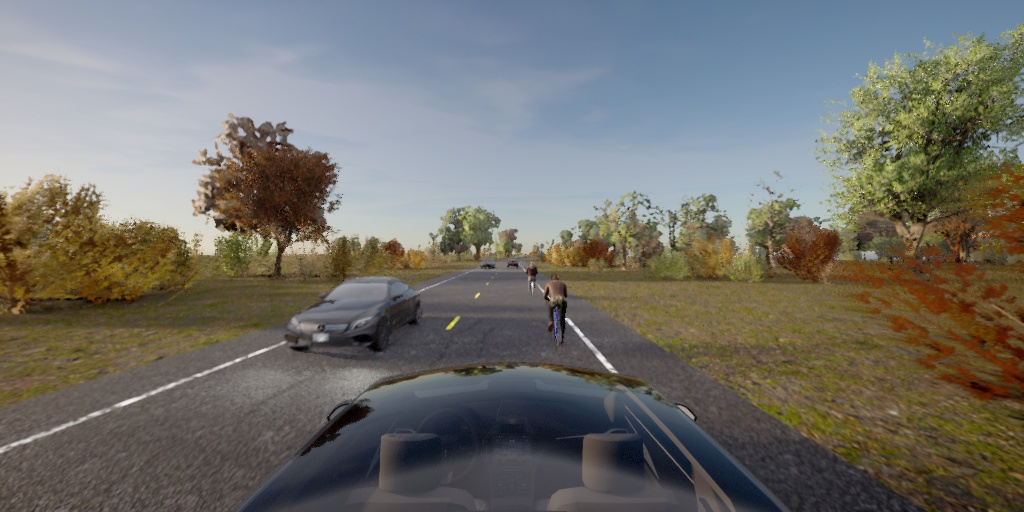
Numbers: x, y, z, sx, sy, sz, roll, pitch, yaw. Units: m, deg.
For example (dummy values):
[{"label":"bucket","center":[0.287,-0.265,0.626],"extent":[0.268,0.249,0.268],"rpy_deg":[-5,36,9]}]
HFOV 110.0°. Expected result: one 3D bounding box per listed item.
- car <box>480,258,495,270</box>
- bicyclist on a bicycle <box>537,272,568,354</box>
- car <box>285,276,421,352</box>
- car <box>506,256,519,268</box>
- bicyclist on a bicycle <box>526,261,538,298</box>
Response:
[{"label":"car","center":[-3.575,1.064,52.906],"extent":[2.097,1.767,4.553],"rpy_deg":[0,0,0]},{"label":"bicyclist on a bicycle","center":[0.965,1.203,7.844],"extent":[0.582,1.620,1.656],"rpy_deg":[0,0,0]},{"label":"car","center":[-3.599,1.276,9.071],"extent":[1.812,1.442,4.674],"rpy_deg":[0,0,0]},{"label":"car","center":[0.110,1.202,60.438],"extent":[1.837,1.490,4.892],"rpy_deg":[0,0,0]},{"label":"bicyclist on a bicycle","center":[0.967,1.118,17.510],"extent":[0.659,1.776,1.843],"rpy_deg":[0,0,0]}]
